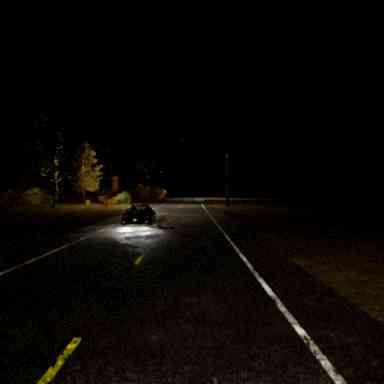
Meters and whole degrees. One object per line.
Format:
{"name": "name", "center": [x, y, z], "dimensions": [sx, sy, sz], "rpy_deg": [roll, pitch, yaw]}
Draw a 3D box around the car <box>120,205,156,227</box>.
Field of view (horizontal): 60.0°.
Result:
{"name": "car", "center": [-3.589, 1.565, 22.906], "dimensions": [1.994, 1.385, 4.181], "rpy_deg": [0, 0, 0]}
